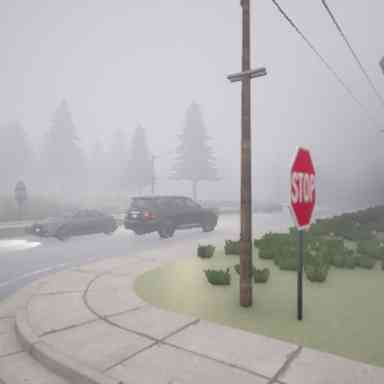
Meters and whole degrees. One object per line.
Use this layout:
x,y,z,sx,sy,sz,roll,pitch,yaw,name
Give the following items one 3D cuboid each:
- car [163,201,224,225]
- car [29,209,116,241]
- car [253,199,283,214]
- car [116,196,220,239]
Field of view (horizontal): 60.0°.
0.240,1.487,25.014,2.128,1.511,4.902,0,0,37,car
-5.867,1.559,16.798,1.994,1.385,4.181,0,0,37,car
8.185,1.522,35.679,1.812,1.442,4.674,0,0,36,car
-0.963,1.218,17.658,2.150,2.045,5.566,0,0,40,car
